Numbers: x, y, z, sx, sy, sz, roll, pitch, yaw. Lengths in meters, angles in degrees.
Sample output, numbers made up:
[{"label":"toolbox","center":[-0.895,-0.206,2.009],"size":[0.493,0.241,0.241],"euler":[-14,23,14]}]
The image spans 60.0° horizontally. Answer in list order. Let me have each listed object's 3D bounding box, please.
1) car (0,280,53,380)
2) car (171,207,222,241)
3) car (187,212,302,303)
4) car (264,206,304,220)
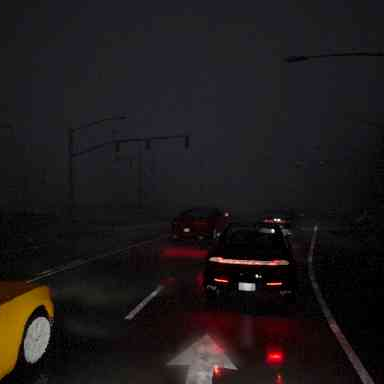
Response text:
[{"label":"car","center":[-3.032,1.476,2.732],"size":[1.882,1.535,5.008],"euler":[0,0,5]},{"label":"car","center":[0.633,1.477,16.464],"size":[1.882,1.535,5.008],"euler":[0,0,20]},{"label":"car","center":[1.548,1.492,8.347],"size":[2.128,1.511,4.902],"euler":[0,0,13]},{"label":"car","center":[4.617,1.505,17.228],"size":[1.837,1.490,4.892],"euler":[0,0,21]}]
